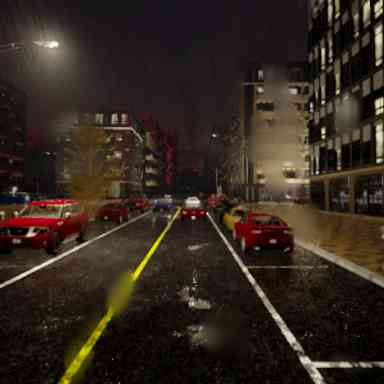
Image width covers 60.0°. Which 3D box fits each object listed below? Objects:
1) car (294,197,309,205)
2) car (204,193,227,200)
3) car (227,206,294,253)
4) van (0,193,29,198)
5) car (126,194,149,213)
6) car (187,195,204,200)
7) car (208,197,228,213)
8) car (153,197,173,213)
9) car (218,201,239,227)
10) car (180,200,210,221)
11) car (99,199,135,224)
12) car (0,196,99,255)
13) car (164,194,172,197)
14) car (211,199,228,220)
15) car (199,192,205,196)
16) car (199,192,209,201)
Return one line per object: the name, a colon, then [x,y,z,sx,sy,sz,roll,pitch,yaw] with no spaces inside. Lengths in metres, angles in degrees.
car: [17.299,1.387,49.421,4.206,1.307,1.802,0,-1,0]
car: [2.794,1.185,35.063,2.192,1.841,5.009,1,0,0]
car: [2.709,1.495,13.310,1.887,1.381,4.507,1,0,0]
van: [-26.227,1.005,49.348,3.998,1.788,1.690,0,-1,0]
car: [-5.733,1.184,35.060,2.192,1.841,5.009,1,0,0]
car: [0.117,1.383,38.539,1.812,1.442,4.674,0,0,0]
car: [2.714,1.456,29.628,1.947,1.339,4.313,1,0,0]
car: [-2.992,1.471,34.860,1.895,1.301,4.718,0,0,0]
car: [2.711,1.455,18.919,1.752,1.417,4.829,1,0,0]
car: [0.110,1.505,25.732,1.895,1.301,4.718,0,0,0]
car: [-5.668,1.454,24.173,1.887,1.381,4.507,1,0,0]
car: [-5.667,1.265,13.281,2.192,1.841,5.009,1,0,0]
car: [-5.773,1.263,78.777,2.008,1.369,4.403,1,0,0]
car: [2.712,1.476,24.189,1.947,1.339,4.313,1,0,0]
car: [2.862,1.048,73.137,2.192,1.841,5.009,1,0,0]
car: [2.855,1.027,78.838,2.192,1.841,5.009,1,0,0]
